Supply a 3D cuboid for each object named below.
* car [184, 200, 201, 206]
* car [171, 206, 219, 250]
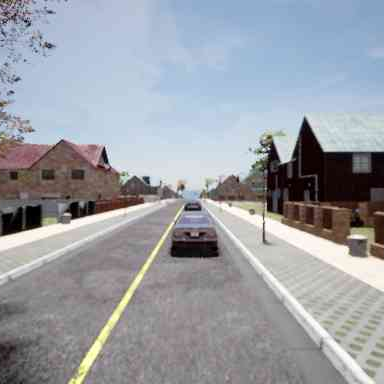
[{"bbox_3d":[0.089,1.595,38.678,1.994,1.385,4.181,0,0,0],"label":"car"},{"bbox_3d":[0.097,1.536,14.213,2.033,1.411,5.357,0,0,0],"label":"car"}]
